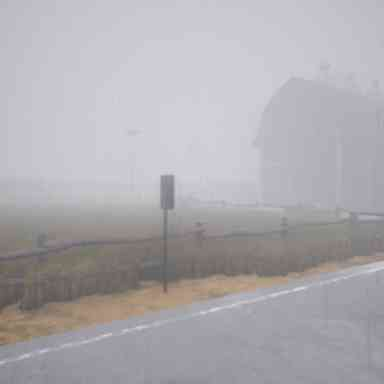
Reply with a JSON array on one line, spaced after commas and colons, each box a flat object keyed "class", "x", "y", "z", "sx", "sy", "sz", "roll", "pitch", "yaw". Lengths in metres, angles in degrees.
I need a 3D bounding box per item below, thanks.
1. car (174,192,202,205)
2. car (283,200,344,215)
[{"class": "car", "x": -0.753, "y": 1.041, "z": 39.384, "sx": 2.128, "sy": 1.511, "sz": 4.902, "roll": 0, "pitch": 1, "yaw": -37}, {"class": "car", "x": 9.270, "y": 1.371, "z": 25.733, "sx": 1.812, "sy": 1.442, "sz": 4.674, "roll": 0, "pitch": 0, "yaw": -36}]
